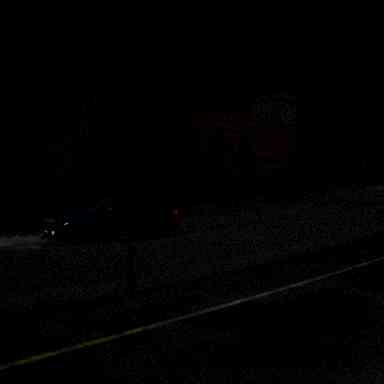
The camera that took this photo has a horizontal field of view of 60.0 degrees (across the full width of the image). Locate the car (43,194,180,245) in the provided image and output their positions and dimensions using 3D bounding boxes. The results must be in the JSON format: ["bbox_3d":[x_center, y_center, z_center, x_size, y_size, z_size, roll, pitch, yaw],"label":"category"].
[{"bbox_3d":[-3.182,1.164,14.611,5.566,2.045,2.150,-2,1,-35],"label":"car"}]

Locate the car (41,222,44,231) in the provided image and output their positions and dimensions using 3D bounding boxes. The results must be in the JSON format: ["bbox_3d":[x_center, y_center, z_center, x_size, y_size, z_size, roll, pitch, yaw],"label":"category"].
[{"bbox_3d":[-5.278,1.550,17.416,4.718,1.301,1.895,-2,1,-35],"label":"car"}]
